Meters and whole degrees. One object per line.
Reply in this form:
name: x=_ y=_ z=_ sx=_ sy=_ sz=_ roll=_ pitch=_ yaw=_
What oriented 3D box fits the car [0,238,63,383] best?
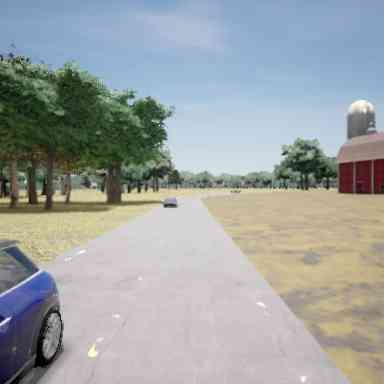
car: x=-2.851 y=1.354 z=2.730 sx=2.097 sy=1.767 sz=4.553 roll=0 pitch=0 yaw=0

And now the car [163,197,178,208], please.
car: x=-2.834 y=1.374 z=45.044 sx=2.033 sy=1.411 sz=5.357 roll=0 pitch=1 yaw=0
